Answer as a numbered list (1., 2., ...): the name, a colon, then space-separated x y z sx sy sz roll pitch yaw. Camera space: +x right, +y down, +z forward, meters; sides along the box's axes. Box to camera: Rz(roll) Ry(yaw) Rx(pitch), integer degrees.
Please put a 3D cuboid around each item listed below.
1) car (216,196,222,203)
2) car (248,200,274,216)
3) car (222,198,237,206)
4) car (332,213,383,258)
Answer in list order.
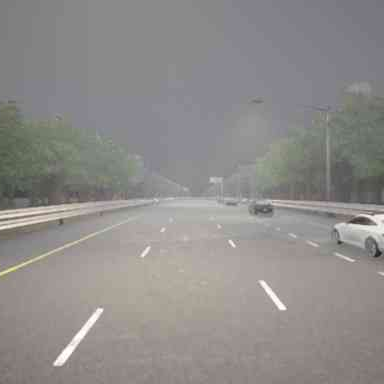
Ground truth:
1. car: 7.401 2.277 87.353 1.812 1.442 4.674 0 -1 1
2. car: 7.059 1.605 34.472 1.882 1.535 5.008 0 -1 0
3. car: 7.201 2.018 62.386 1.895 1.301 4.718 0 -1 0
4. car: 7.008 1.536 12.632 1.812 1.442 4.674 0 0 0
